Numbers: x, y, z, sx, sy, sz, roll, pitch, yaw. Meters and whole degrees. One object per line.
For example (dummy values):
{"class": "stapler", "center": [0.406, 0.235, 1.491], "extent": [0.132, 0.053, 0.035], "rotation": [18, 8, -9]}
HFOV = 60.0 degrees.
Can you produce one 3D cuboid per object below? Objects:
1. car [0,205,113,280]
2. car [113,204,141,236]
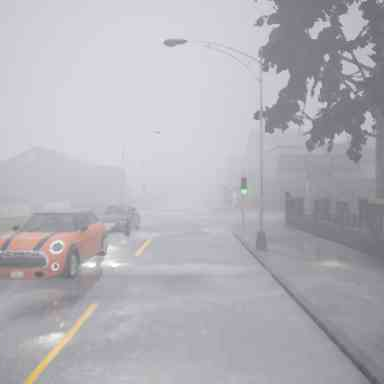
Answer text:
{"class": "car", "center": [-4.054, 1.329, 9.986], "extent": [2.097, 1.767, 4.553], "rotation": [0, 0, 0]}
{"class": "car", "center": [-3.965, 1.452, 18.125], "extent": [2.128, 1.511, 4.902], "rotation": [0, 0, 0]}
